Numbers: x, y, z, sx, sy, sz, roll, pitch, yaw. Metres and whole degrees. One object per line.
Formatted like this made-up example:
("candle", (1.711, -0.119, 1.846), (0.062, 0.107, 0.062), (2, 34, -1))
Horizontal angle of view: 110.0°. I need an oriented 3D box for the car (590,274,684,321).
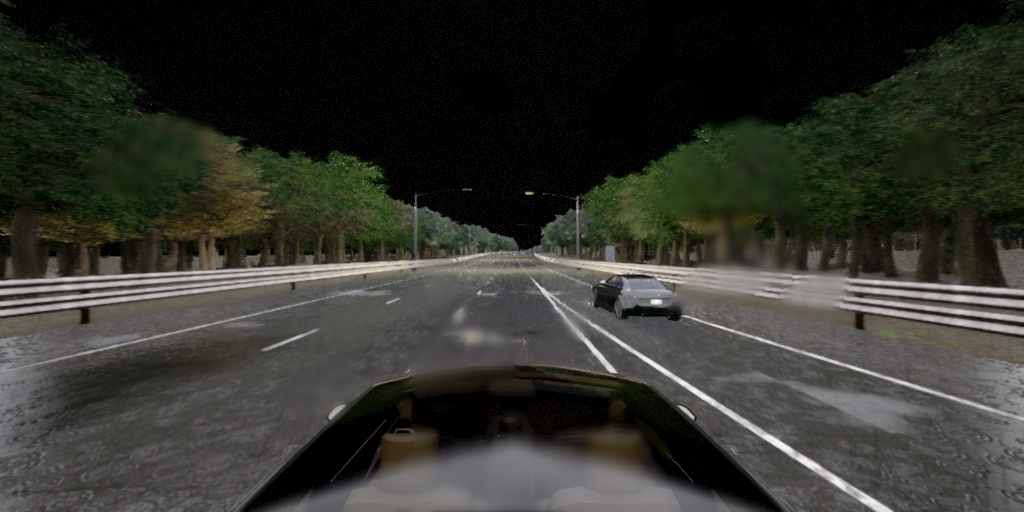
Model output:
("car", (4.150, 1.321, 12.565), (1.994, 1.385, 4.181), (0, 0, -3))
